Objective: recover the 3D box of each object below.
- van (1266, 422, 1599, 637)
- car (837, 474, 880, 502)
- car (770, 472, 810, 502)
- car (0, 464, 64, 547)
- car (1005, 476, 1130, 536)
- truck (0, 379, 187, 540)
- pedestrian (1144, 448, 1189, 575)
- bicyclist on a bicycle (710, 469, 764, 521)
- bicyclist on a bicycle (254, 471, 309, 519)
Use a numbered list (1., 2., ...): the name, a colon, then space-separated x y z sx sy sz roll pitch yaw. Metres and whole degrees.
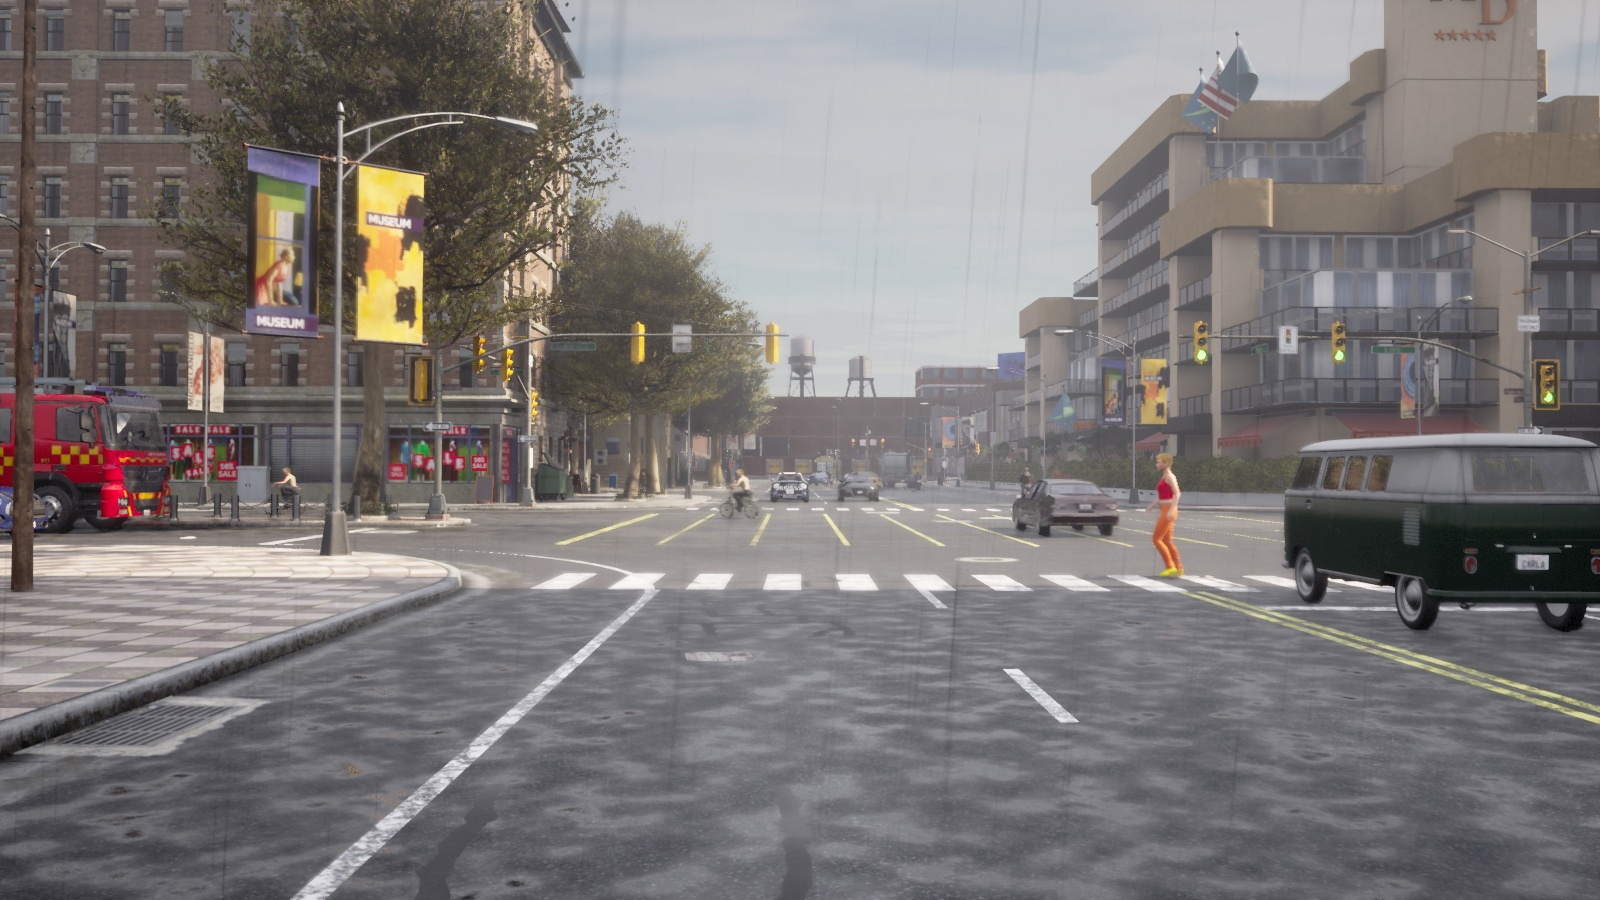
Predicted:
1. van: 6.896 0.772 13.886 1.775 1.987 4.442 0 -1 0
2. car: 2.995 1.956 65.030 1.994 1.385 4.181 0 -1 -1
3. car: -0.490 1.848 63.661 1.970 1.475 3.806 0 -1 0
4. car: -19.190 1.215 27.790 4.553 1.767 2.097 0 -1 1
5. car: 6.753 1.377 32.348 2.033 1.411 5.357 0 -1 0
6. truck: -20.230 0.255 31.284 8.468 3.827 2.891 0 -1 0
7. pedestrian: 5.367 0.891 18.400 0.594 1.836 0.345 0 -1 11
8. bicyclist on a bicycle: -2.033 1.440 40.649 1.509 1.612 0.866 -1 0 30
9. bicyclist on a bicycle: -17.636 1.538 42.765 1.509 1.612 0.866 0 -1 0
